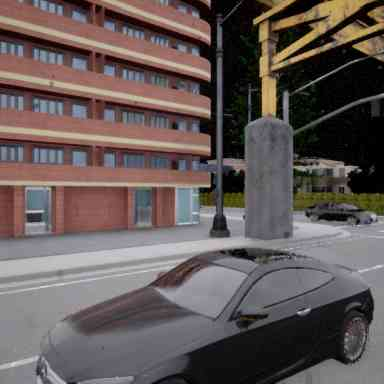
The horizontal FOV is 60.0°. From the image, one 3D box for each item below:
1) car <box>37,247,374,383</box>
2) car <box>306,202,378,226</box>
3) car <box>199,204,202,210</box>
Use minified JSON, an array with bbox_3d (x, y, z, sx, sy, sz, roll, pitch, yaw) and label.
[{"bbox_3d":[0.555,1.526,4.327,4.674,1.442,1.812,0,0,-35],"label":"car"},{"bbox_3d":[10.347,1.491,23.342,2.128,1.511,4.902,0,0,-33],"label":"car"},{"bbox_3d":[-0.874,1.601,39.306,1.895,1.301,4.718,0,0,-35],"label":"car"}]
